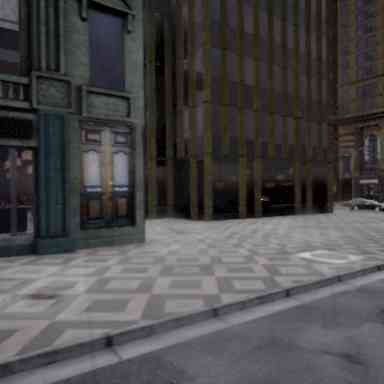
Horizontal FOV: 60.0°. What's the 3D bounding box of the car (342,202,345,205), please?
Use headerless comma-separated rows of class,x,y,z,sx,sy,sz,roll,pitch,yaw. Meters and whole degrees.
car,25.372,1.547,50.612,1.752,1.417,4.829,-1,1,-36

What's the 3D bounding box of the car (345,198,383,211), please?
car,21.834,1.676,40.924,2.008,1.369,4.403,-1,1,-36

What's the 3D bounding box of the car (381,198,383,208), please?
car,28.776,1.561,45.870,1.947,1.339,4.313,-1,1,-36
